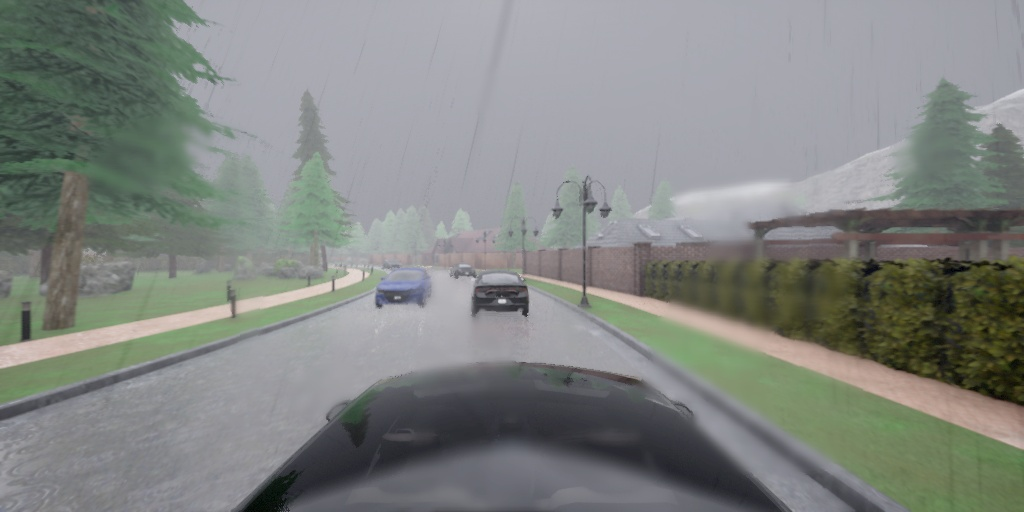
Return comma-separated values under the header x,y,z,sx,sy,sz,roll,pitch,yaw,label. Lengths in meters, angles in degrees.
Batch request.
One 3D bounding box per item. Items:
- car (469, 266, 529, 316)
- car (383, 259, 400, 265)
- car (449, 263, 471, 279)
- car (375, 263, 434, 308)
x,y,z,sx,sy,sz,roll,pitch,yaw,label
-0.537,1.250,13.538,1.882,1.535,5.008,0,0,-5,car
-18.138,1.201,54.358,2.097,1.767,4.553,0,0,-31,car
-4.616,1.335,33.512,1.812,1.442,4.674,0,0,-17,car
-4.495,1.254,15.576,1.882,1.535,5.008,0,0,-7,car
